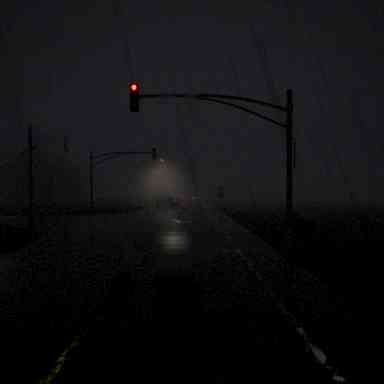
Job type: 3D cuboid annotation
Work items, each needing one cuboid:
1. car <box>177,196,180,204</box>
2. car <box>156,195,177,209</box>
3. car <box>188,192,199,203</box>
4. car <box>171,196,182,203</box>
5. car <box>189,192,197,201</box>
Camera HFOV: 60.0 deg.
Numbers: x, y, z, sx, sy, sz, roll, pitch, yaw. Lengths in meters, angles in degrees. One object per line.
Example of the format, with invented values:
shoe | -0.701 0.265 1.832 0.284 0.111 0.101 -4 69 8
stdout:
car | -3.431 1.308 52.298 2.097 1.767 4.553 0 0 0
car | -3.459 1.320 43.517 2.097 1.767 4.553 0 0 0
car | 0.303 1.281 68.212 2.097 1.767 4.553 0 0 0
car | -3.286 1.476 70.859 1.994 1.385 4.181 0 0 0
car | 0.260 1.115 85.836 2.150 2.045 5.566 0 0 0
